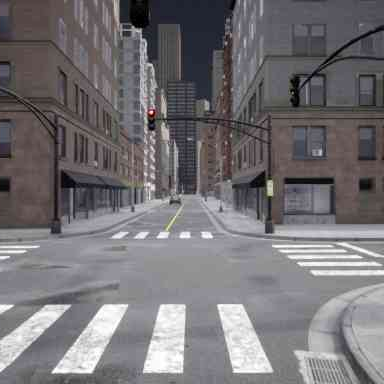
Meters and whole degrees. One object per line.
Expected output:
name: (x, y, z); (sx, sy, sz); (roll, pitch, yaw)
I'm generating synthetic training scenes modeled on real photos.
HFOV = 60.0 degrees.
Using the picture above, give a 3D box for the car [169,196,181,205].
car: (-2.979, 1.458, 59.658); (1.882, 1.535, 5.008); (0, 0, 0)
